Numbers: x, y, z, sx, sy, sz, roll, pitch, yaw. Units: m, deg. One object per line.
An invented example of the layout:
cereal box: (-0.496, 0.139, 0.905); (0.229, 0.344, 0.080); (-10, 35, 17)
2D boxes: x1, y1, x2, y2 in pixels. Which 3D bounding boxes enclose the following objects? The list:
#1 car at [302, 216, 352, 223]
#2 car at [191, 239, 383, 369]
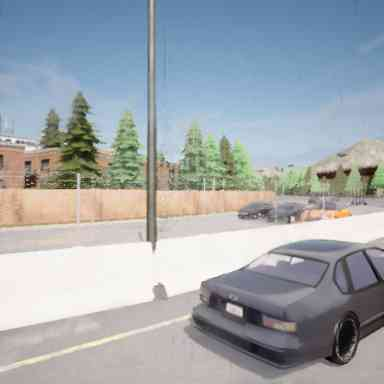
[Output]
car: (8.918, 1.422, 21.969); (2.097, 1.767, 4.553); (0, 0, 41)
car: (2.498, 1.567, 5.866); (5.357, 1.411, 2.033); (0, 0, -39)
